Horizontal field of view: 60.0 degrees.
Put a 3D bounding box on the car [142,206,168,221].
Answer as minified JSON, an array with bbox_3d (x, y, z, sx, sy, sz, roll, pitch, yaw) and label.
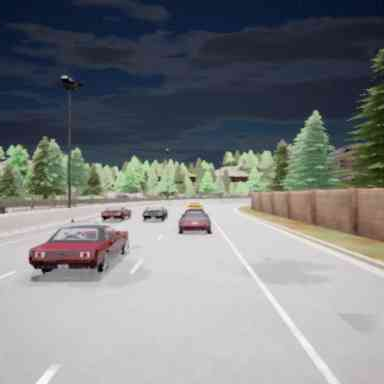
[{"bbox_3d":[-3.262,1.907,30.306,1.895,1.301,4.718,0,-1,0],"label":"car"}]

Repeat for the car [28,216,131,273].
[{"bbox_3d":[-3.400,1.720,11.056,1.895,1.301,4.718,0,-1,0],"label":"car"}]

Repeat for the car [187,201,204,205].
[{"bbox_3d":[0.413,1.884,41.568,1.882,1.535,5.008,0,0,2],"label":"car"}]

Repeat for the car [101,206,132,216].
[{"bbox_3d":[-6.762,1.917,30.330,1.895,1.301,4.718,0,-1,0],"label":"car"}]

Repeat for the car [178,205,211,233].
[{"bbox_3d":[0.172,1.771,21.107,1.994,1.385,4.181,0,-1,0],"label":"car"}]
